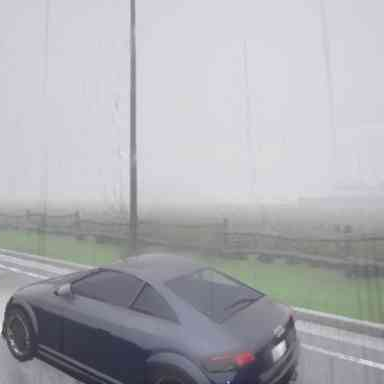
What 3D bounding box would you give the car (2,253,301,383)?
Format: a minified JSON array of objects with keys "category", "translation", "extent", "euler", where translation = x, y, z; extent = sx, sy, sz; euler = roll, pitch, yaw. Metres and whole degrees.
[{"category":"car","translation":[-0.744,1.574,4.525],"extent":[4.181,1.385,1.994],"euler":[0,0,35]}]
